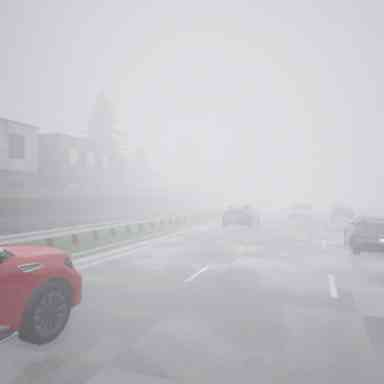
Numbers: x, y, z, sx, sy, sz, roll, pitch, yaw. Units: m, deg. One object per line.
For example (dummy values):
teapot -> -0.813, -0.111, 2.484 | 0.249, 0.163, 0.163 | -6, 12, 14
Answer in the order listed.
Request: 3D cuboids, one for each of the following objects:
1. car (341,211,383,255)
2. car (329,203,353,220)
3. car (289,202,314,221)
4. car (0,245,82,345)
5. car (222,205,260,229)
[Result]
car -> 7.474, 1.693, 13.636 | 1.994, 1.385, 4.181 | 0, 0, 20
car -> 13.943, 1.796, 31.017 | 1.812, 1.442, 4.674 | 0, 0, 20
car -> 9.981, 1.836, 30.412 | 1.895, 1.301, 4.718 | 0, 0, 20
car -> -3.691, 1.204, 3.693 | 2.150, 2.045, 5.566 | 0, -1, 20
car -> 3.470, 1.636, 22.947 | 2.128, 1.511, 4.902 | 0, 0, 20
